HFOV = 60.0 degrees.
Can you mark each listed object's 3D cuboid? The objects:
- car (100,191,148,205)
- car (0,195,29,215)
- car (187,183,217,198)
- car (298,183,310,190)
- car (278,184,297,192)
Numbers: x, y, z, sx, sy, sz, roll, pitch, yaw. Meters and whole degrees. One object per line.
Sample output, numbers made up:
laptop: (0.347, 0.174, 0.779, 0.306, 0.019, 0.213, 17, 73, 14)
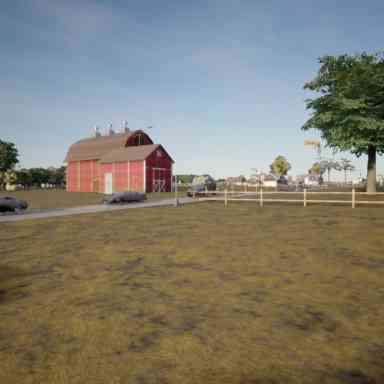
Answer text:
car: (-6.995, 0.563, 34.734, 2.033, 1.411, 5.357, 0, 2, 35)
car: (-14.424, 0.990, 24.059, 2.128, 1.511, 4.902, 0, 2, 33)
car: (1.523, -0.289, 46.680, 2.150, 2.045, 5.566, 0, 2, 36)
car: (24.957, -1.183, 74.773, 1.837, 1.490, 4.892, 0, 2, 35)
car: (18.587, -0.807, 65.640, 2.033, 1.411, 5.357, 0, 2, 35)
